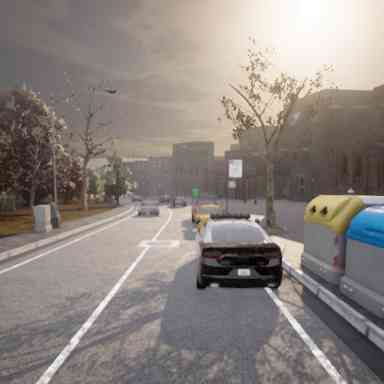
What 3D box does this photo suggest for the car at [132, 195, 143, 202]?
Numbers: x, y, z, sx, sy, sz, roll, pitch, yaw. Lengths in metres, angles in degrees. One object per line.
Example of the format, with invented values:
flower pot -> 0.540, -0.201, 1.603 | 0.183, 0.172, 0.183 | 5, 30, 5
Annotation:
car -> -11.674, 1.469, 70.773 | 1.837, 1.490, 4.892 | -2, 0, -18

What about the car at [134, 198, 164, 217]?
car -> -3.898, 1.534, 30.693 | 1.895, 1.301, 4.718 | 0, 0, -3

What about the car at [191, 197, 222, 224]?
car -> 1.008, 1.285, 25.201 | 2.097, 1.767, 4.553 | 0, 0, -1

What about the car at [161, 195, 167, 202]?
car -> -4.806, 1.349, 60.393 | 1.837, 1.490, 4.892 | -2, 0, -16

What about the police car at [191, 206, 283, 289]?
police car -> 1.038, 1.402, 9.241 | 1.930, 1.638, 5.238 | 0, 0, 0

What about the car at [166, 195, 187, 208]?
car -> -1.955, 1.356, 46.905 | 2.128, 1.511, 4.902 | -1, 0, -10

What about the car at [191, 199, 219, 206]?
car -> 1.024, 1.407, 19.368 | 1.801, 1.575, 5.366 | 0, 0, 0
